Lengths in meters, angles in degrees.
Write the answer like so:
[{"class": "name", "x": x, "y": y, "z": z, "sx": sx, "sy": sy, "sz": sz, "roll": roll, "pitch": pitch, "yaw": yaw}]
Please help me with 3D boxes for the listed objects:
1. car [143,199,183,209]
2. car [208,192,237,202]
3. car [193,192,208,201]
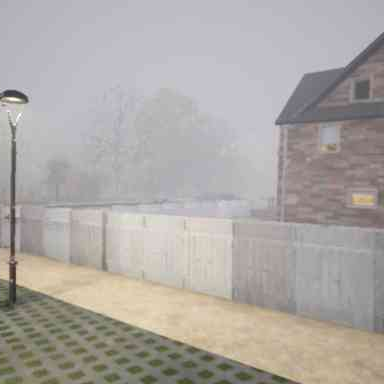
[{"class": "car", "x": -2.684, "y": 1.407, "z": 34.600, "sx": 1.895, "sy": 1.301, "sz": 4.718, "roll": 4, "pitch": 3, "yaw": 42}, {"class": "car", "x": 5.168, "y": 0.851, "z": 52.835, "sx": 1.837, "sy": 1.490, "sz": 4.892, "roll": 4, "pitch": 2, "yaw": 43}, {"class": "car", "x": 2.225, "y": 0.673, "z": 54.435, "sx": 1.882, "sy": 1.535, "sz": 5.008, "roll": 4, "pitch": 3, "yaw": 43}]
